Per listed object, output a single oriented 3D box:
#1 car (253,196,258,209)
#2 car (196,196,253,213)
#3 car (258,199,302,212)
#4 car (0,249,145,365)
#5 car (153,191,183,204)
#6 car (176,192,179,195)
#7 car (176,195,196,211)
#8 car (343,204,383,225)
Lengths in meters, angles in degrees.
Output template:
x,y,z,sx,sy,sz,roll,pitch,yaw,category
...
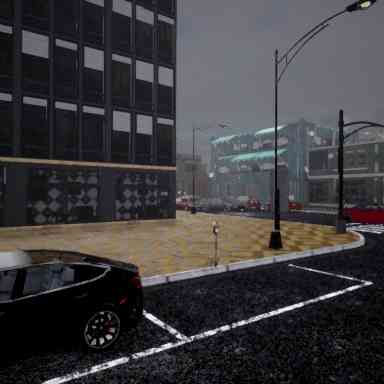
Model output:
x,y,z,sx,sy,sz,roll,pitch,yaw,category
5.997,1.130,38.639,1.967,1.590,4.097,1,0,-36,car
3.065,1.245,32.826,2.033,1.411,5.357,0,0,-36,car
9.273,1.340,34.163,1.802,1.307,4.206,1,0,-36,car
-2.753,1.566,4.592,4.313,1.339,1.947,0,0,-35,car
-3.831,0.793,52.060,2.192,1.841,5.009,1,0,-36,car
-0.559,1.100,47.586,2.008,1.369,4.403,1,0,-36,car
-0.765,1.230,33.686,1.802,1.307,4.206,1,0,-36,car
11.891,1.458,21.471,1.994,1.385,4.181,0,1,-42,car
